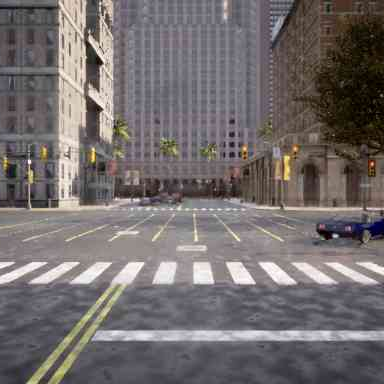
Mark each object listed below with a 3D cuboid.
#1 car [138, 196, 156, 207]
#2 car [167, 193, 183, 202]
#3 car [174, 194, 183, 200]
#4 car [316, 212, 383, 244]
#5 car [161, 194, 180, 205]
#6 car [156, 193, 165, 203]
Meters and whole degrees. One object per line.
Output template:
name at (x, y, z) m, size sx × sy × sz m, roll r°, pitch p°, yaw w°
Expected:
car at (-7.194, 1.526, 51.973) m, size 1.812 × 1.442 × 4.674 m, roll 0°, pitch 0°, yaw 0°
car at (-3.524, 1.225, 71.410) m, size 2.150 × 2.045 × 5.566 m, roll 0°, pitch 0°, yaw 0°
car at (-3.390, 1.326, 87.051) m, size 2.128 × 1.511 × 4.902 m, roll 0°, pitch 0°, yaw 0°
car at (8.036, 1.601, 15.834) m, size 4.718 × 1.301 × 1.895 m, roll 0°, pitch 0°, yaw -37°
car at (-3.682, 1.491, 57.875) m, size 2.128 × 1.511 × 4.902 m, roll 0°, pitch 0°, yaw 0°
car at (-7.043, 1.547, 69.212) m, size 2.033 × 1.411 × 5.357 m, roll 0°, pitch 0°, yaw 0°
